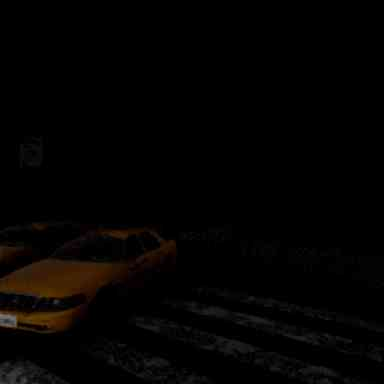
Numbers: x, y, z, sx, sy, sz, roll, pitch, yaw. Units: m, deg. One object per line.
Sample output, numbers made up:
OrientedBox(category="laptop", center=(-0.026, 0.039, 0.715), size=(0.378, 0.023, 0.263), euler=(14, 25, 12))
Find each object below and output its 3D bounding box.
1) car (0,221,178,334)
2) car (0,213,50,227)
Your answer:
OrientedBox(category="car", center=(-1.821, 1.475, 7.177), size=(1.946, 1.575, 5.366), euler=(1, -1, 16))
OrientedBox(category="car", center=(-4.263, 1.473, 8.922), size=(1.946, 1.575, 5.366), euler=(1, -1, 16))
